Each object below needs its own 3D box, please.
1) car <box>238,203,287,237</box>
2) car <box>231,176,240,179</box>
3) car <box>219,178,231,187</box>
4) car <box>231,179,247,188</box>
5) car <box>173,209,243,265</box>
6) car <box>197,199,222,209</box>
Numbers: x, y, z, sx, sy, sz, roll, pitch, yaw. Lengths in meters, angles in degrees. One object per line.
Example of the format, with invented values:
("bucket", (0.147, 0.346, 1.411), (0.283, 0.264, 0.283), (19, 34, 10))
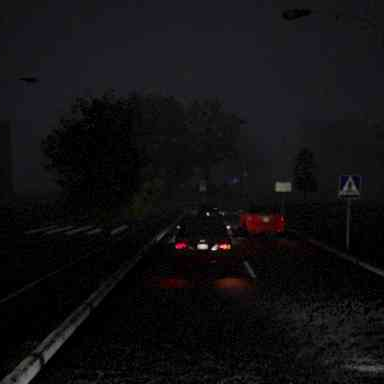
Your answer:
("car", (3.739, 1.372, 18.351), (2.097, 1.767, 4.553), (0, 0, 3))
("car", (10.934, -2.980, 84.332), (2.150, 2.045, 5.566), (0, 5, 6))
("car", (7.496, -1.953, 76.883), (1.994, 1.385, 4.181), (0, 5, 3))
("car", (10.470, -1.674, 74.175), (1.895, 1.301, 4.718), (0, 5, 0))
("car", (0.392, 1.548, 11.654), (2.033, 1.411, 5.357), (0, 0, 2))
("car", (1.489, 1.395, 28.931), (1.837, 1.490, 4.892), (0, 2, 6))
